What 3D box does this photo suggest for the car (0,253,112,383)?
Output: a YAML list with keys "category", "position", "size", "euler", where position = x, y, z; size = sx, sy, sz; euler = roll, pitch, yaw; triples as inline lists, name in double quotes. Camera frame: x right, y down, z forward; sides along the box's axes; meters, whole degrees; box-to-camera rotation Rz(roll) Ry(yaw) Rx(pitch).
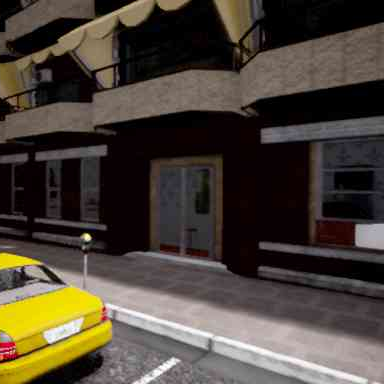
- category: "car"
  position: [-3.316, 1.524, 5.070]
  size: [4.829, 1.417, 1.752]
  euler: [0, 1, 35]
